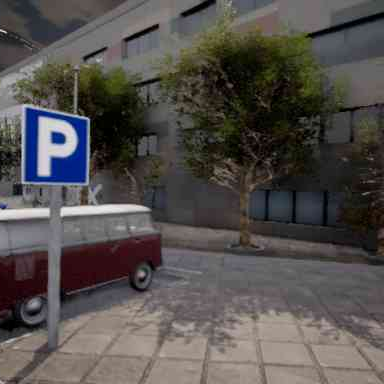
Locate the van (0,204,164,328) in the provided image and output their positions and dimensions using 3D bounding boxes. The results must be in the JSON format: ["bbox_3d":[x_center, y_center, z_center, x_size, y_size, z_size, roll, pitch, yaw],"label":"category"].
[{"bbox_3d":[-2.436,1.296,7.187,1.878,1.987,4.442,-1,-1,36],"label":"van"}]
